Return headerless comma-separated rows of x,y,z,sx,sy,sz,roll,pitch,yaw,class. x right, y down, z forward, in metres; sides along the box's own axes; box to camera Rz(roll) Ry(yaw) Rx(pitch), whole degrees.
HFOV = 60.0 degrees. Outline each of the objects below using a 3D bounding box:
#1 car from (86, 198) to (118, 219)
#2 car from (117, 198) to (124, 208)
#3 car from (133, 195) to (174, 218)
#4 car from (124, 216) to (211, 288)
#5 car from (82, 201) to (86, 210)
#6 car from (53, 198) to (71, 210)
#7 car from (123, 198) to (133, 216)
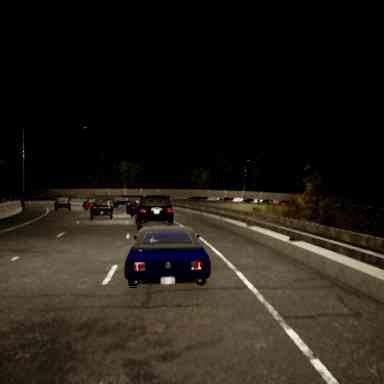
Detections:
-7.929,1.491,29.171,2.128,1.511,4.902,0,0,-16,car
-9.184,1.488,43.084,2.128,1.511,4.902,0,0,-22,car
-2.490,1.218,21.349,2.150,2.045,5.566,0,0,-11,car
-0.708,1.599,9.290,1.895,1.301,4.718,0,0,-5,car
-12.960,1.562,42.990,1.994,1.385,4.181,0,0,-24,car
-16.477,1.493,42.258,2.128,1.511,4.902,0,0,-24,car
-5.194,1.561,32.204,1.994,1.385,4.181,0,0,-17,car
